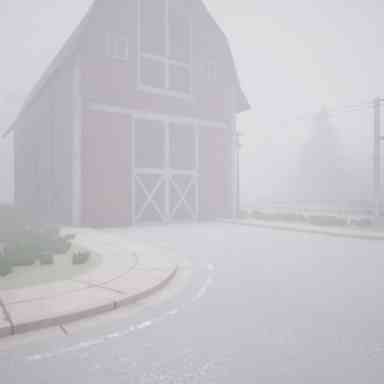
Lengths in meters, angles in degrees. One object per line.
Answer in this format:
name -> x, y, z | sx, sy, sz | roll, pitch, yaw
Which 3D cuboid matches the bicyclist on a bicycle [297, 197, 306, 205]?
bicyclist on a bicycle -> 13.369, 1.300, 40.289 | 1.656, 1.620, 0.582 | 46, -25, -24
